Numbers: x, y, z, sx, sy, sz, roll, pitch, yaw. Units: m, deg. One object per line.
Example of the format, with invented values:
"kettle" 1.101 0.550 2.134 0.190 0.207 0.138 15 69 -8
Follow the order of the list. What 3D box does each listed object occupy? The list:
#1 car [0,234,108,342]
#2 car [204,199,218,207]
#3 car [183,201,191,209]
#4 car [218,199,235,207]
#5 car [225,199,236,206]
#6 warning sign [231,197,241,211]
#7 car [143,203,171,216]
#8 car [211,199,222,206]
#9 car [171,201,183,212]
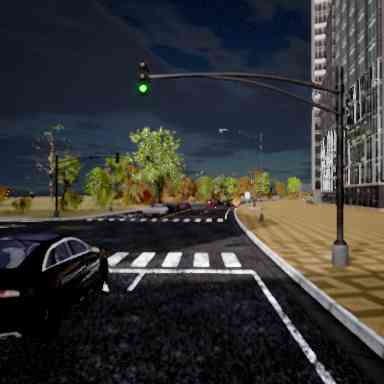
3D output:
"car" -3.047 1.574 6.595 2.128 1.511 4.902 0 -1 0
"car" 3.950 2.229 69.404 2.097 1.767 4.553 0 -1 12
"car" -1.460 2.298 58.646 1.994 1.385 4.181 0 -1 10
"car" 7.074 2.345 68.367 1.882 1.535 5.008 0 -1 12
"car" 9.148 2.478 78.637 1.882 1.535 5.008 0 -1 13
"warning sign" 6.174 1.702 46.473 1.300 1.860 1.060 0 0 8
"car" -4.258 2.083 38.834 1.895 1.301 4.718 0 -1 9
"car" 5.853 2.476 78.806 1.882 1.535 5.008 0 -1 13
"car" -3.006 2.208 48.700 1.895 1.301 4.718 0 -1 8
